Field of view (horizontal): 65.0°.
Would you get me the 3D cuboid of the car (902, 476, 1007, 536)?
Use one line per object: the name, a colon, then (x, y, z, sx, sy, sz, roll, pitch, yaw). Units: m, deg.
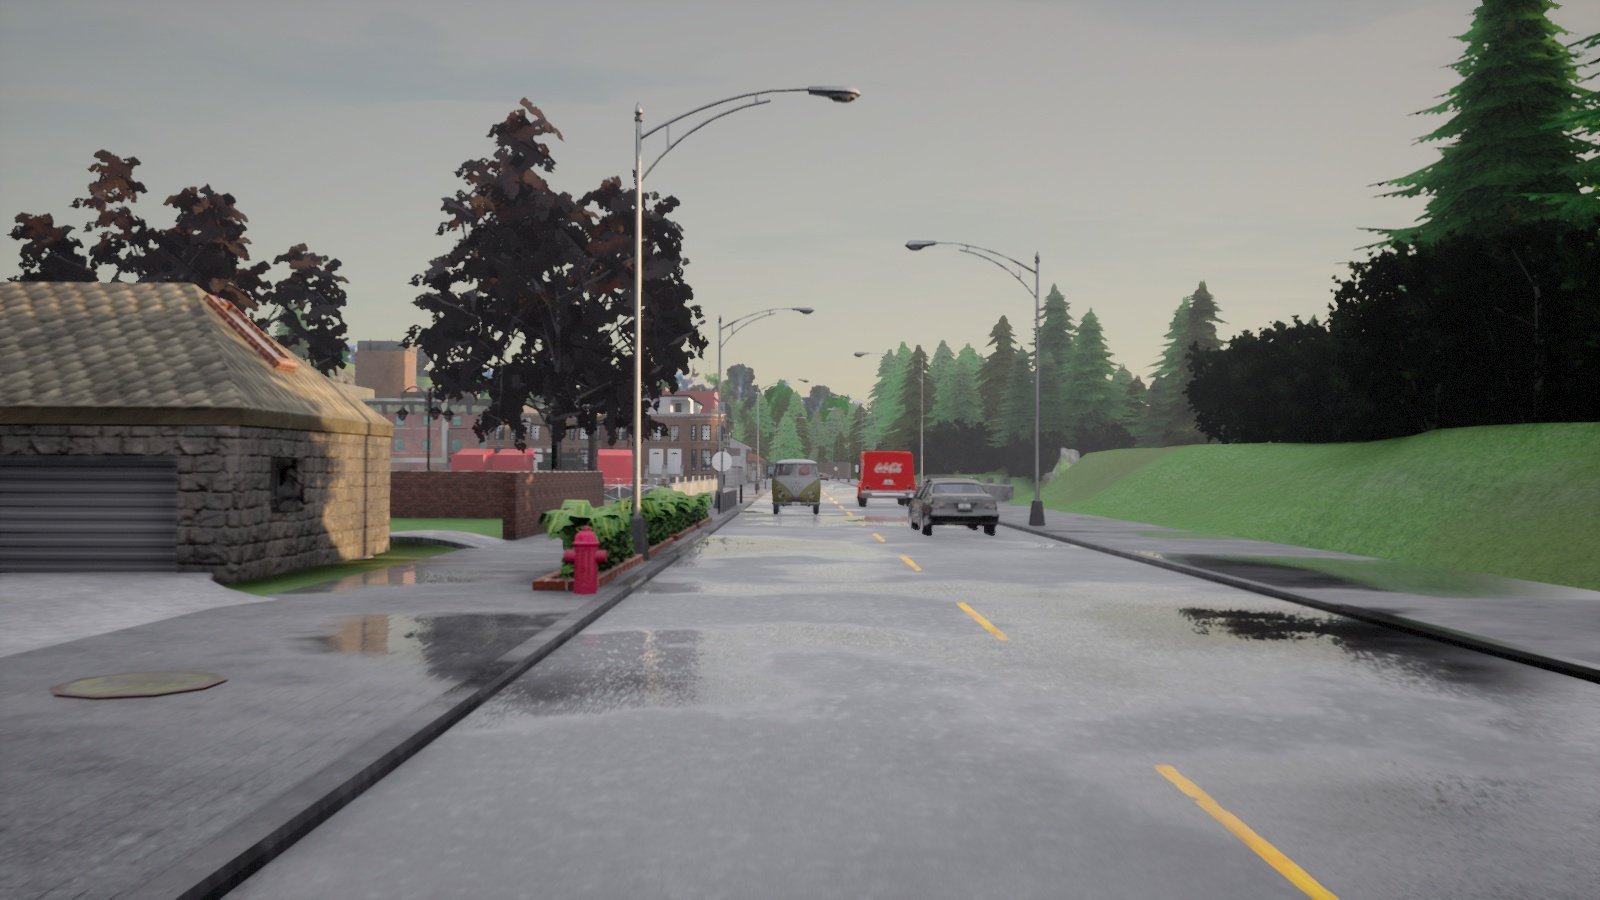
car: (3.909, 1.393, 32.648, 2.033, 1.411, 5.357, 0, -1, 0)

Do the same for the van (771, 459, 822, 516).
van: (-0.134, 1.341, 46.065, 1.775, 1.987, 4.442, 0, -1, 0)

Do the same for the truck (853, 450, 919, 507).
truck: (3.832, 1.273, 57.108, 2.627, 2.467, 5.204, 0, -1, 0)
